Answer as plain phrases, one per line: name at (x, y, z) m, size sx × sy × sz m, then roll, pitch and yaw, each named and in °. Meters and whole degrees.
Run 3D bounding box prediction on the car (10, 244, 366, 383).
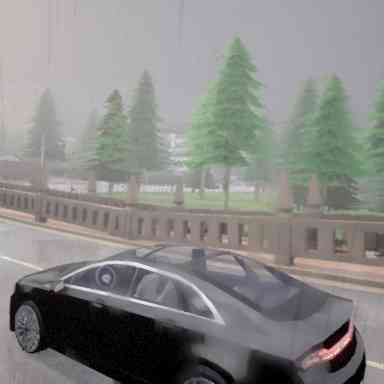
car at (-0.492, 1.461, 4.343) m, size 4.902 × 1.511 × 2.128 m, roll 1°, pitch 1°, yaw 35°
